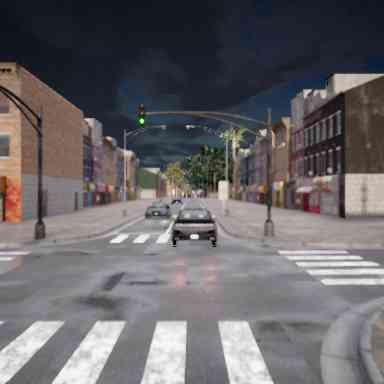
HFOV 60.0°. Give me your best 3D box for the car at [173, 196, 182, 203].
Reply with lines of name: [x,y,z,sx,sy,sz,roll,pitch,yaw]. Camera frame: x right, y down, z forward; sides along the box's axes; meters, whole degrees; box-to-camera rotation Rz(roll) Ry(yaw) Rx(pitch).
car: [-2.719,1.526,61.846,2.033,1.411,5.357,0,0,-1]

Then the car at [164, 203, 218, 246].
car: [0.100,1.476,15.003,2.128,1.511,4.902,0,0,0]

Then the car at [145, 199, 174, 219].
car: [-2.840,1.538,28.446,1.994,1.385,4.181,0,0,0]
